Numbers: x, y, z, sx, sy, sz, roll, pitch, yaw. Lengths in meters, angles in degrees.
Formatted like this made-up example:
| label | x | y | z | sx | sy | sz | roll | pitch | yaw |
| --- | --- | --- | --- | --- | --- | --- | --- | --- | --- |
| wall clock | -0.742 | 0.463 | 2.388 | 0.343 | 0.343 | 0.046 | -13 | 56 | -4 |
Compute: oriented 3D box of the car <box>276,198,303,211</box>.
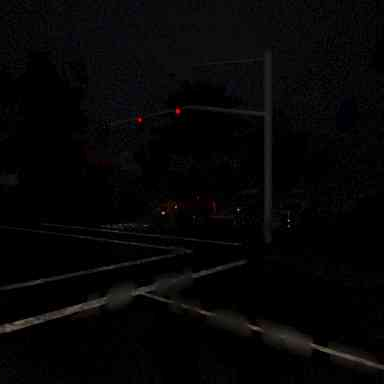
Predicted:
| label | x | y | z | sx | sy | sz | roll | pitch | yaw |
| --- | --- | --- | --- | --- | --- | --- | --- | --- | --- |
| car | 12.245 | 1.526 | 41.512 | 1.812 | 1.442 | 4.674 | 0 | 0 | 41 |

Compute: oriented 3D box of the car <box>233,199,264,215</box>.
| label | x | y | z | sx | sy | sz | roll | pitch | yaw |
| --- | --- | --- | --- | --- | --- | --- | --- | --- | --- |
| car | 6.154 | 1.492 | 34.487 | 2.128 | 1.511 | 4.902 | 0 | 0 | 41 |

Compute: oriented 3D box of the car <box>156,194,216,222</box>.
| label | x | y | z | sx | sy | sz | roll | pitch | yaw |
| --- | --- | --- | --- | --- | --- | --- | --- | --- | --- |
| car | -0.349 | 1.221 | 26.995 | 2.150 | 2.045 | 5.566 | 0 | 0 | 41 |

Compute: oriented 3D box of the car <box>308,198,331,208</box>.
| label | x | y | z | sx | sy | sz | roll | pitch | yaw |
| --- | --- | --- | --- | --- | --- | --- | --- | --- | --- |
| car | 18.870 | 1.601 | 49.126 | 1.895 | 1.301 | 4.718 | 0 | 0 | 41 |
